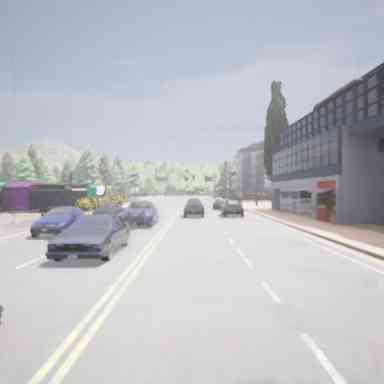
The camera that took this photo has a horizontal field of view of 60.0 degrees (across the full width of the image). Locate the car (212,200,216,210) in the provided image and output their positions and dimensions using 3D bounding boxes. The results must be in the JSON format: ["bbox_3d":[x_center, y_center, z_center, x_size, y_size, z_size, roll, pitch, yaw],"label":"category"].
[{"bbox_3d":[3.764,1.580,44.126,1.994,1.385,4.181,0,0,1],"label":"car"}]

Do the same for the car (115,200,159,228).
[{"bbox_3d":[-3.481,1.369,22.474,2.097,1.767,4.553,0,0,1],"label":"car"}]

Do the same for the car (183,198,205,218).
[{"bbox_3d":[0.205,1.507,30.693,2.128,1.511,4.902,0,0,1],"label":"car"}]

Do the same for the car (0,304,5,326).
[{"bbox_3d":[-3.584,1.555,2.374,2.033,1.411,5.357,0,0,0],"label":"car"}]

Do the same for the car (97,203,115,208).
[{"bbox_3d":[-6.915,1.589,28.080,1.994,1.385,4.181,0,0,2],"label":"car"}]

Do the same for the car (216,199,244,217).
[{"bbox_3d":[3.712,1.501,31.140,2.128,1.511,4.902,0,0,1],"label":"car"}]

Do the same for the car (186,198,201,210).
[{"bbox_3d":[0.261,1.527,44.022,1.837,1.490,4.892,0,0,1],"label":"car"}]

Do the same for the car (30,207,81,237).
[{"bbox_3d":[-7.011,1.546,18.155,1.812,1.442,4.674,0,0,0],"label":"car"}]

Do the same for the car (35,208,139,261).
[{"bbox_3d":[-3.555,1.560,12.563,2.033,1.411,5.357,0,0,0],"label":"car"}]
